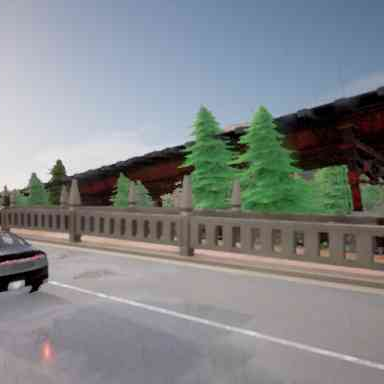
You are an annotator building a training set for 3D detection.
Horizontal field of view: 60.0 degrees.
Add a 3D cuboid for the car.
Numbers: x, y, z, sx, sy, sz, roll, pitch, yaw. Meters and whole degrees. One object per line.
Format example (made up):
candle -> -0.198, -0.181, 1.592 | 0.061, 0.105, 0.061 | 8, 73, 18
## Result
car -> -5.330, 1.593, 7.791 | 4.902, 1.511, 2.128 | -1, 0, 35
